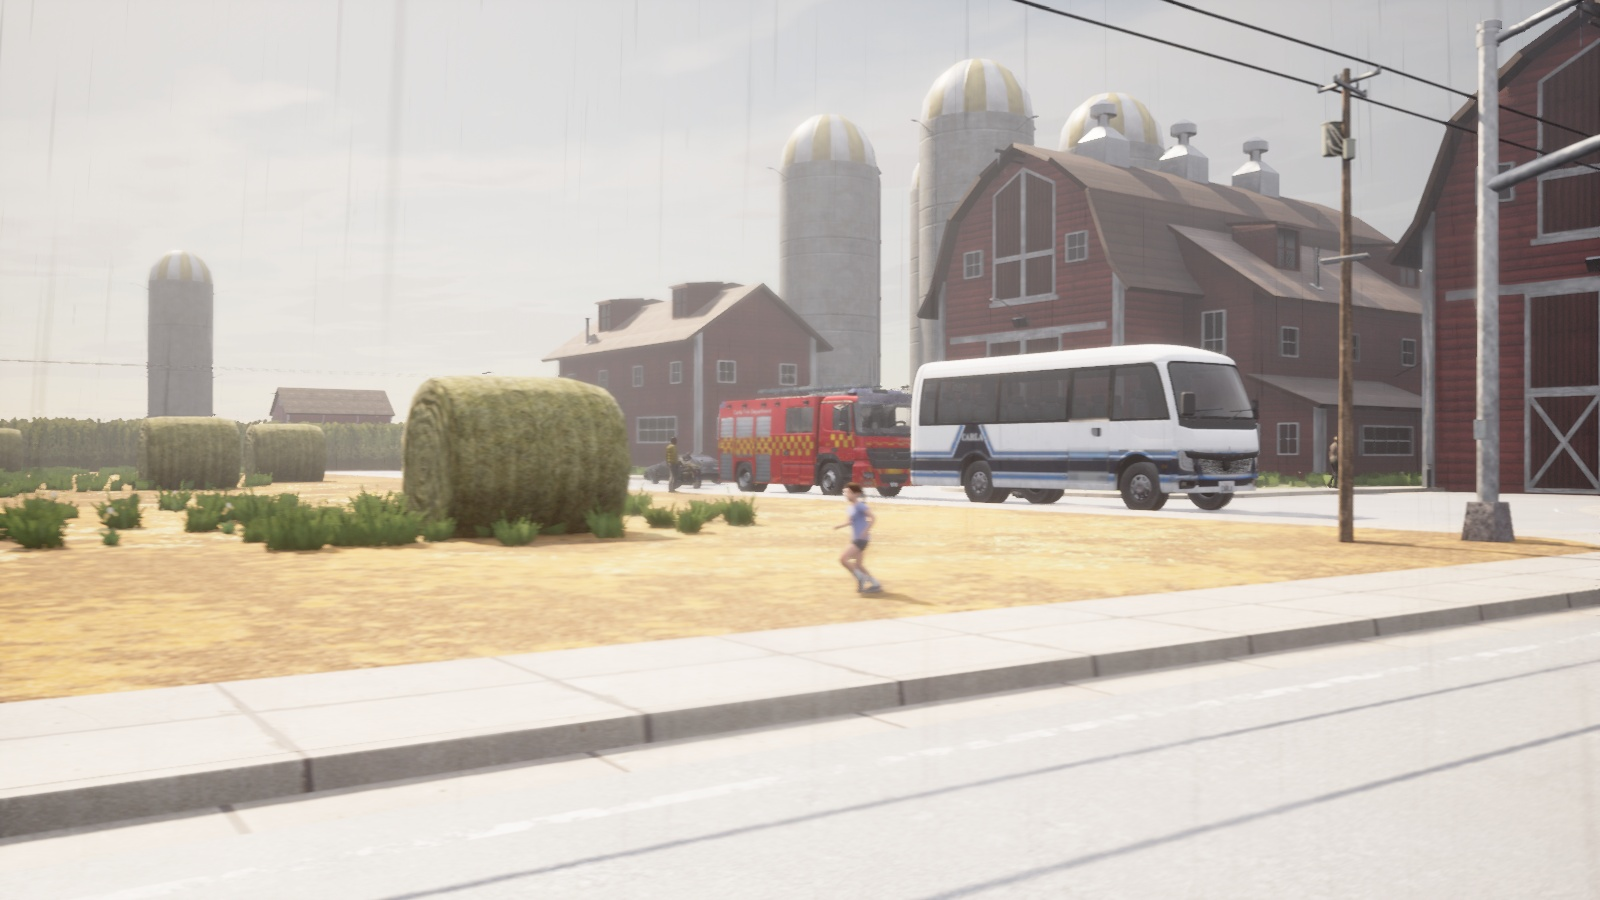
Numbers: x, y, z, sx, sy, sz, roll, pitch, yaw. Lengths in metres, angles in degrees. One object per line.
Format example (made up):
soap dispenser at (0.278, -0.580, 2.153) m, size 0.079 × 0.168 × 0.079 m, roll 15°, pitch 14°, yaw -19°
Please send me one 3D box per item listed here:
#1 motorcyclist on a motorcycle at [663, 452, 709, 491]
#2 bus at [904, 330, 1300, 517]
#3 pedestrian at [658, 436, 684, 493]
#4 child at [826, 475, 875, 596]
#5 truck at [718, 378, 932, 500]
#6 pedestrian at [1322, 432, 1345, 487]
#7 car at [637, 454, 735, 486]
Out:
motorcyclist on a motorcycle at (-4.623, 0.869, 50.852) m, size 0.866 × 1.530 × 2.191 m, roll -1°, pitch 0°, yaw -36°
bus at (7.660, -0.595, 33.874) m, size 3.944 × 4.253 × 10.273 m, roll 0°, pitch 0°, yaw -36°
pedestrian at (-4.181, 0.475, 40.700) m, size 0.726 × 1.835 × 0.370 m, roll 0°, pitch 0°, yaw -30°
child at (0.474, 0.787, 11.720) m, size 0.394 × 1.110 × 0.255 m, roll 0°, pitch 0°, yaw -17°
truck at (0.638, -0.342, 43.581) m, size 2.891 × 3.827 × 8.468 m, roll 0°, pitch 0°, yaw -36°
pedestrian at (18.149, 0.326, 42.737) m, size 0.634 × 1.846 × 0.331 m, roll 0°, pitch 0°, yaw -18°
car at (-5.307, 0.902, 57.764) m, size 2.033 × 1.411 × 5.357 m, roll 0°, pitch -1°, yaw -36°
